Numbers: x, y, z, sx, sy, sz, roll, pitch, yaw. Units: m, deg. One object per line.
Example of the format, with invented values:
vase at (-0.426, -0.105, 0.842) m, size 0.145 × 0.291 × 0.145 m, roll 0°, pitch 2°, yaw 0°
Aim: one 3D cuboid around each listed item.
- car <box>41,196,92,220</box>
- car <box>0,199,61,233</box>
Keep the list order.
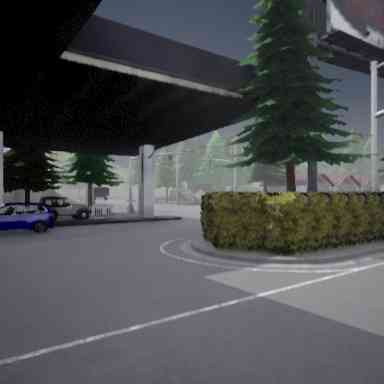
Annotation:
car at (-9.731, 1.255, 25.075) m, size 3.866 × 1.878 × 1.905 m, roll 0°, pitch 0°, yaw -36°
car at (-9.932, 1.422, 17.945) m, size 4.611 × 1.667 × 2.242 m, roll 0°, pitch 0°, yaw -36°
